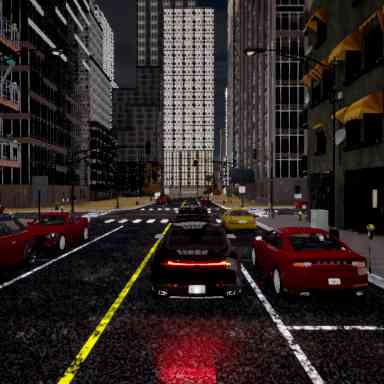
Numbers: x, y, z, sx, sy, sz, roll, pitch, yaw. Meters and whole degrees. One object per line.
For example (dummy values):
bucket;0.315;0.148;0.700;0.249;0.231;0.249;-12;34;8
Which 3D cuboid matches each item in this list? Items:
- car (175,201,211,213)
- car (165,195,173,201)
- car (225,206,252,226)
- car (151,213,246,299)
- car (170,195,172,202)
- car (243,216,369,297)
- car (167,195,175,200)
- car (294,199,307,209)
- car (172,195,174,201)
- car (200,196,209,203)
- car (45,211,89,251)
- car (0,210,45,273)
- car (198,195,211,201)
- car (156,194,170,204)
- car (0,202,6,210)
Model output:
car;0.067;1.475;18.675;1.882;1.535;5.008;0;0;0
car;-5.835;1.521;85.101;1.752;1.417;4.829;-1;0;0
car;2.651;1.522;19.689;1.752;1.417;4.829;-1;0;0
car;0.086;1.503;8.403;1.837;1.490;4.892;0;0;0
car;-5.810;1.310;68.593;2.192;1.841;5.009;-1;0;0
car;2.670;1.543;8.472;1.887;1.381;4.507;-1;0;0
car;-5.843;1.541;90.830;1.887;1.381;4.507;-1;0;0
car;14.190;1.254;38.662;4.507;1.381;1.887;-1;1;-1
car;-5.819;1.310;74.152;2.192;1.841;5.009;-1;0;0
car;2.572;1.521;68.774;1.752;1.417;4.829;-1;0;0
car;-5.720;1.542;13.996;1.887;1.381;4.507;-1;0;0
car;-5.712;1.438;8.472;1.967;1.590;4.097;-1;0;0
car;2.580;1.435;63.045;1.967;1.590;4.097;-1;0;0
car;-5.799;1.540;63.033;1.887;1.381;4.507;-1;0;0
car;-23.908;1.744;38.277;4.097;1.590;1.967;-1;1;-1
